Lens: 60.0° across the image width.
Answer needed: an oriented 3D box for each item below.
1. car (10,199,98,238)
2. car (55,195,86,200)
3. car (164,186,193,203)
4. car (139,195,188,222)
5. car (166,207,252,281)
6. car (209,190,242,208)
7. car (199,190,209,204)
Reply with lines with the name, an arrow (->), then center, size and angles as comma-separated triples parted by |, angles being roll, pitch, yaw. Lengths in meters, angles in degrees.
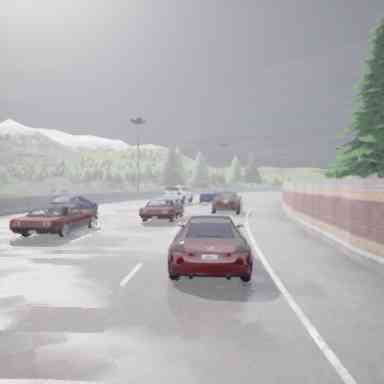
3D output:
car -> -5.976, 1.223, 15.151 | 1.895, 1.301, 4.718 | 0, 1, 6
car -> -8.371, 0.944, 23.406 | 1.812, 1.442, 4.674 | 0, 1, 9
car -> -1.490, 0.284, 38.024 | 2.150, 2.045, 5.566 | 0, 1, 16
car -> -1.727, 1.088, 20.743 | 1.895, 1.301, 4.718 | 0, 1, 9
car -> 0.507, 1.334, 9.224 | 1.994, 1.385, 4.181 | 0, 1, 3
car -> 2.861, 0.704, 26.309 | 2.097, 1.767, 4.553 | 0, 1, 11
car -> 2.251, 0.536, 38.283 | 1.882, 1.535, 5.008 | 0, 1, 16
